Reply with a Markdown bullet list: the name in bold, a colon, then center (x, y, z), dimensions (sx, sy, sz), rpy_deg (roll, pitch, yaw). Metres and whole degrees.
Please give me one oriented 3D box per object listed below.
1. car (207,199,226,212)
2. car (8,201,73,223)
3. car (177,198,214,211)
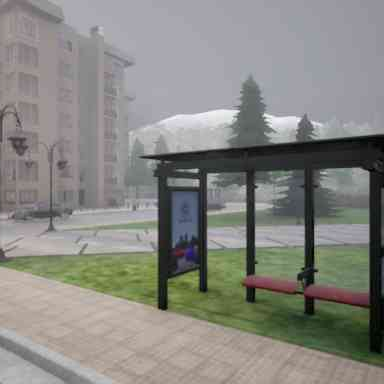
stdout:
- **car**: center (1.918, 1.564, 38.975), dimensions (2.033, 1.411, 5.357), rpy_deg (0, 0, 36)
- **car**: center (-11.854, 1.514, 26.315), dimensions (2.128, 1.511, 4.902), rpy_deg (0, 0, 36)
- **car**: center (0.518, 1.570, 43.317), dimensions (2.033, 1.411, 5.357), rpy_deg (0, 0, 36)
